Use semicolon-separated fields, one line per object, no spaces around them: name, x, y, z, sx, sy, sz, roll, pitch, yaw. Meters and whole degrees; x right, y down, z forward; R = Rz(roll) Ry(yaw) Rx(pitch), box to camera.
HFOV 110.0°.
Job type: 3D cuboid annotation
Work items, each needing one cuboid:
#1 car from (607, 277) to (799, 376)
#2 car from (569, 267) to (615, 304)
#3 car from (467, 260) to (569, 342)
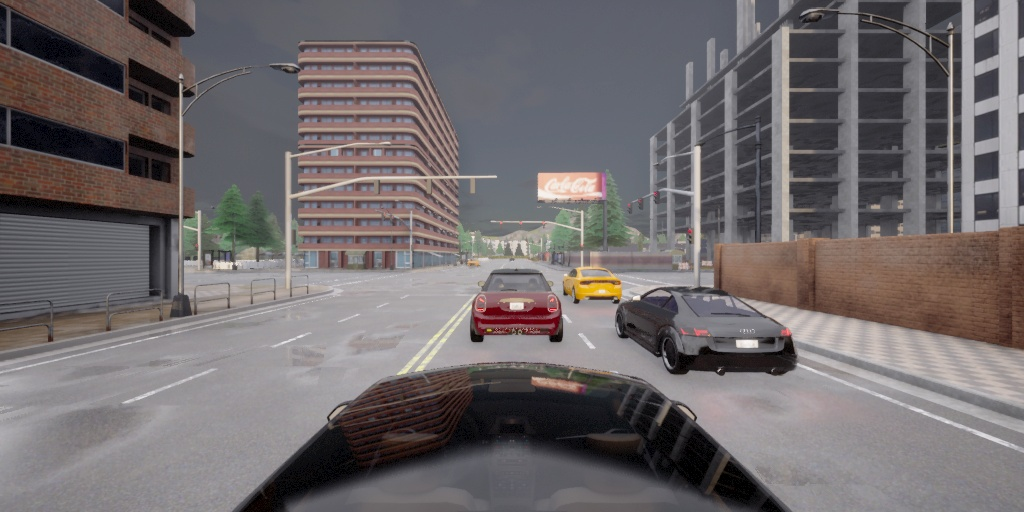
car;3.601;1.314;7.498;1.994;1.385;4.181;0;0;0
car;3.505;1.228;16.431;1.882;1.535;5.008;0;0;0
car;0.104;1.102;9.904;2.097;1.767;4.553;0;0;0
